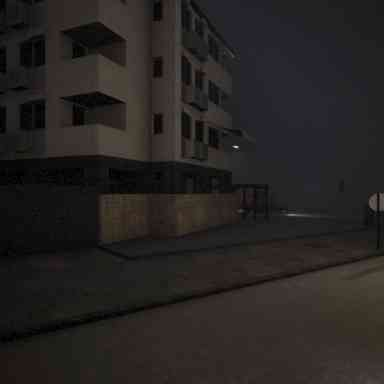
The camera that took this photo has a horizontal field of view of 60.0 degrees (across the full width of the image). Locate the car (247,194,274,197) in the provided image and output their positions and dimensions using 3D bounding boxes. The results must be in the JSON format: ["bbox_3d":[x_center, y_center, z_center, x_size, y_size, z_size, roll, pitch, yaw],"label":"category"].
[{"bbox_3d":[8.029,1.221,41.821,2.150,2.045,5.566,0,0,-35],"label":"car"}]

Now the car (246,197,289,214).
[{"bbox_3d":[7.605,1.548,35.191,2.033,1.411,5.357,0,0,-35],"label":"car"}]
